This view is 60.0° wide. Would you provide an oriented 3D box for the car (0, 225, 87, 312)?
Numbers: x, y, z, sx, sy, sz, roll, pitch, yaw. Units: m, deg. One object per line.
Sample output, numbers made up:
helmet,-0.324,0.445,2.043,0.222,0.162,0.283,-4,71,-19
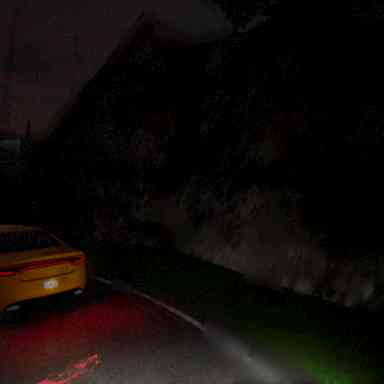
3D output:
car,-4.334,1.476,7.503,5.008,1.535,1.882,0,0,42
